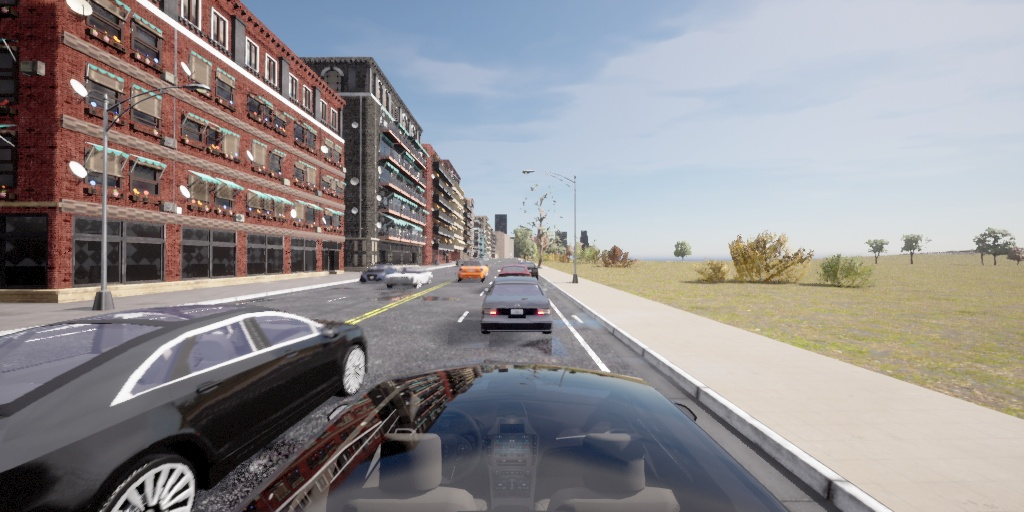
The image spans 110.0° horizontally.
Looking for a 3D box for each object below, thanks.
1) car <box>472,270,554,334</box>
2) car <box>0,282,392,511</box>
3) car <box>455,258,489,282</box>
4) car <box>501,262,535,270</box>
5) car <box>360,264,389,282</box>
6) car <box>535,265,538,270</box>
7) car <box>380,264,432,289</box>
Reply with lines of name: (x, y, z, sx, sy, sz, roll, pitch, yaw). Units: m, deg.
car: (0.119, 1.299, 10.557, 2.033, 1.411, 5.357, 0, 0, 0)
car: (-3.149, 1.241, 3.639, 2.128, 1.511, 4.902, 0, 0, 0)
car: (-3.087, 1.107, 29.459, 2.097, 1.767, 4.553, 0, 0, 0)
car: (0.147, 1.231, 21.097, 1.882, 1.535, 5.008, 0, 0, 0)
car: (-9.791, 1.317, 27.012, 1.994, 1.385, 4.181, 0, 0, 0)
car: (1.204, 1.232, 30.534, 1.882, 1.535, 5.008, 0, 0, 0)
car: (-6.550, 1.354, 23.108, 1.895, 1.301, 4.718, 0, 0, 0)
